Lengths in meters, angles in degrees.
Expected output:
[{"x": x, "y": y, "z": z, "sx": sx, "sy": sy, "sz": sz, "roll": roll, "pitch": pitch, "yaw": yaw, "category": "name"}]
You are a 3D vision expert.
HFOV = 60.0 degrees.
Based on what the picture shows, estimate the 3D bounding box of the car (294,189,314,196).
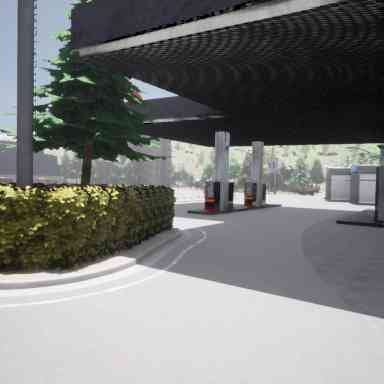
[{"x": 25.273, "y": 0.027, "z": 75.108, "sx": 1.837, "sy": 1.490, "sz": 4.892, "roll": 0, "pitch": 2, "yaw": -26, "category": "car"}]

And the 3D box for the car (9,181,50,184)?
[{"x": -17.326, "y": -0.181, "z": 35.174, "sx": 3.866, "sy": 1.878, "sz": 1.905, "roll": 2, "pitch": 2, "yaw": 35, "category": "car"}]

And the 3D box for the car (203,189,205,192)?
[{"x": 4.716, "y": -0.320, "z": 65.620, "sx": 5.027, "sy": 1.636, "sz": 2.152, "roll": 2, "pitch": 2, "yaw": 35, "category": "car"}]

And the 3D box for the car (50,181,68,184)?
[{"x": -26.947, "y": -1.261, "z": 65.396, "sx": 3.866, "sy": 1.878, "sz": 1.905, "roll": 2, "pitch": 2, "yaw": 35, "category": "car"}]

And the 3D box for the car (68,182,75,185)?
[{"x": -25.616, "y": -1.287, "z": 68.011, "sx": 4.605, "sy": 1.855, "sz": 1.932, "roll": 2, "pitch": 2, "yaw": 35, "category": "car"}]

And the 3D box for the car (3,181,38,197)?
[{"x": -21.876, "y": -0.468, "z": 42.380, "sx": 4.605, "sy": 1.855, "sz": 1.932, "roll": 2, "pitch": 2, "yaw": 35, "category": "car"}]
